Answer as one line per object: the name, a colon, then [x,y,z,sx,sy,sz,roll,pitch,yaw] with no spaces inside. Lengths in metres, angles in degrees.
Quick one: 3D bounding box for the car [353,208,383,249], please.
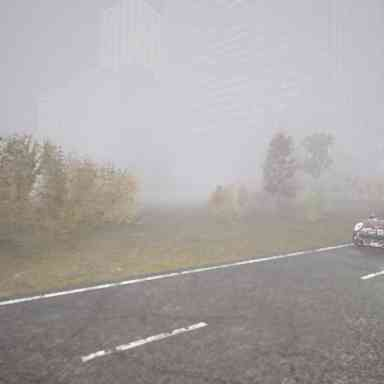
car: [8.726,1.388,13.882,4.553,1.767,2.097,0,0,-35]
